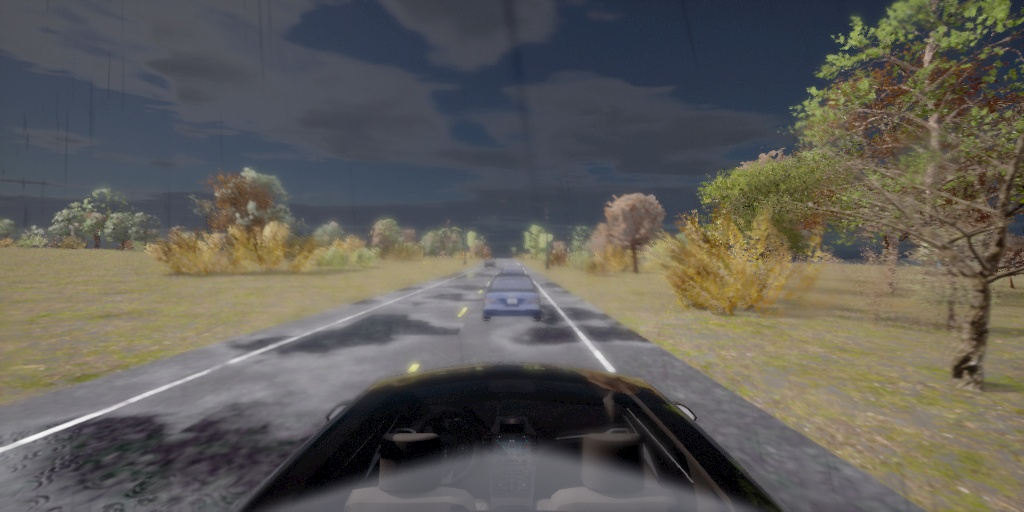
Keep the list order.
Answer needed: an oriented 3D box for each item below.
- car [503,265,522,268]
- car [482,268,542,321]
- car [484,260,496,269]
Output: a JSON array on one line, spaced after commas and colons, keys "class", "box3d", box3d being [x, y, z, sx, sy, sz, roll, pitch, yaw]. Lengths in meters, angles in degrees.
[{"class": "car", "box3d": [0.022, 1.355, 29.015, 1.895, 1.301, 4.718, 0, 0, 1]}, {"class": "car", "box3d": [0.015, 1.299, 12.466, 2.033, 1.411, 5.357, 0, 0, 0]}, {"class": "car", "box3d": [-3.579, 1.323, 59.063, 2.033, 1.411, 5.357, 0, 0, 1]}]
